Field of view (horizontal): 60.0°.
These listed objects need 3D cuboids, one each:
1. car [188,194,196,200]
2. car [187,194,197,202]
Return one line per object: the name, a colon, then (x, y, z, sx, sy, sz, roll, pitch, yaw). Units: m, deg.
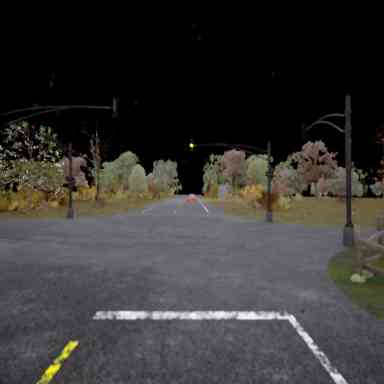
car: (0.012, 1.175, 80.529, 1.812, 1.442, 4.674, 0, 0, 0)
car: (0.010, 1.179, 70.494, 2.097, 1.767, 4.553, 0, 0, 0)
